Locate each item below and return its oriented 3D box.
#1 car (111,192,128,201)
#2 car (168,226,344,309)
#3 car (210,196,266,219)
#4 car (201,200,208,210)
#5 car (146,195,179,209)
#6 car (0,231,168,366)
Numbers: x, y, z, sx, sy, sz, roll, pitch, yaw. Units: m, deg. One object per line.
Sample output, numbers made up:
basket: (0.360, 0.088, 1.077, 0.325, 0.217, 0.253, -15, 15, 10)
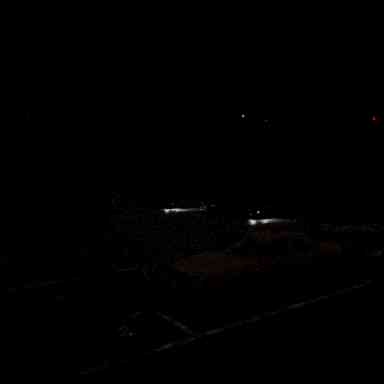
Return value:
car: (-11.656, 0.628, 51.864, 1.994, 1.385, 4.181, 0, 1, -35)
car: (1.660, 1.521, 7.832, 4.829, 1.417, 1.752, 0, 0, -35)
car: (3.550, 1.210, 25.208, 1.994, 1.385, 4.181, 0, 1, -36)
car: (2.680, 1.090, 31.912, 1.994, 1.385, 4.181, 0, 1, -36)
car: (-3.062, 0.989, 34.450, 1.994, 1.385, 4.181, 0, 1, -35)
car: (-2.645, 1.440, 4.763, 4.097, 1.590, 1.967, 0, 0, -35)
